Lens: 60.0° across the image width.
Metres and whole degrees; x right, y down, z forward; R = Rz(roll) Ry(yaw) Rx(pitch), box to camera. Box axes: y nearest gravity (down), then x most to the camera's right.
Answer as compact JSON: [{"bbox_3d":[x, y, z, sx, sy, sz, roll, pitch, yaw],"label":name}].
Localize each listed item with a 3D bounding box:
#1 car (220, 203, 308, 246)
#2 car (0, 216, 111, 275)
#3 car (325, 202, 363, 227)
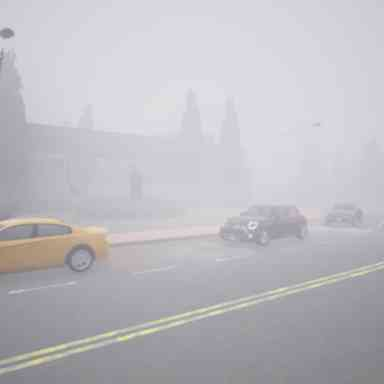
[{"bbox_3d":[3.396,1.348,15.402,4.553,1.767,2.097,0,0,-41],"label":"car"},{"bbox_3d":[-4.793,1.478,9.217,5.008,1.535,1.882,0,0,-36],"label":"car"},{"bbox_3d":[10.692,1.496,23.193,1.837,1.490,4.892,0,0,34],"label":"car"}]
